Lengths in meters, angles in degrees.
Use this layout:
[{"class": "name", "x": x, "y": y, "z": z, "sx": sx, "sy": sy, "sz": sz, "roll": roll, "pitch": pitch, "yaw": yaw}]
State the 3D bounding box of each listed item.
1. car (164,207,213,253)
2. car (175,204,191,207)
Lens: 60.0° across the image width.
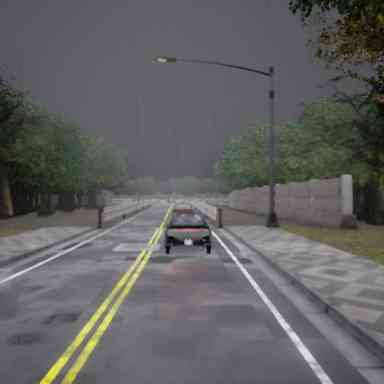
[{"class": "car", "x": -0.184, "y": 1.628, "z": 14.370, "sx": 2.128, "sy": 1.511, "sz": 4.902, "roll": 0, "pitch": 0, "yaw": -1}, {"class": "car", "x": -0.808, "y": 1.757, "z": 29.559, "sx": 1.882, "sy": 1.535, "sz": 5.008, "roll": 0, "pitch": 0, "yaw": -2}]
